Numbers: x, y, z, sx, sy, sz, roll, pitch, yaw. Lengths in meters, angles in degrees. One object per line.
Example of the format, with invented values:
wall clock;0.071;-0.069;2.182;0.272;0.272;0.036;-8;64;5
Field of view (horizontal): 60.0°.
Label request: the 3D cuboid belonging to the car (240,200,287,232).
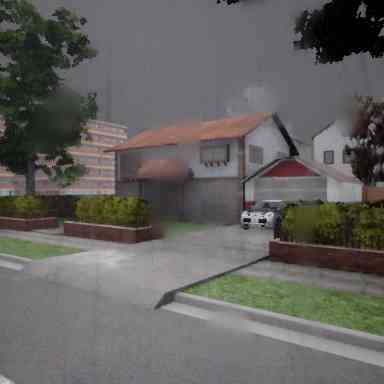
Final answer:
car;4.085;1.168;17.390;1.970;1.475;3.806;0;0;36
